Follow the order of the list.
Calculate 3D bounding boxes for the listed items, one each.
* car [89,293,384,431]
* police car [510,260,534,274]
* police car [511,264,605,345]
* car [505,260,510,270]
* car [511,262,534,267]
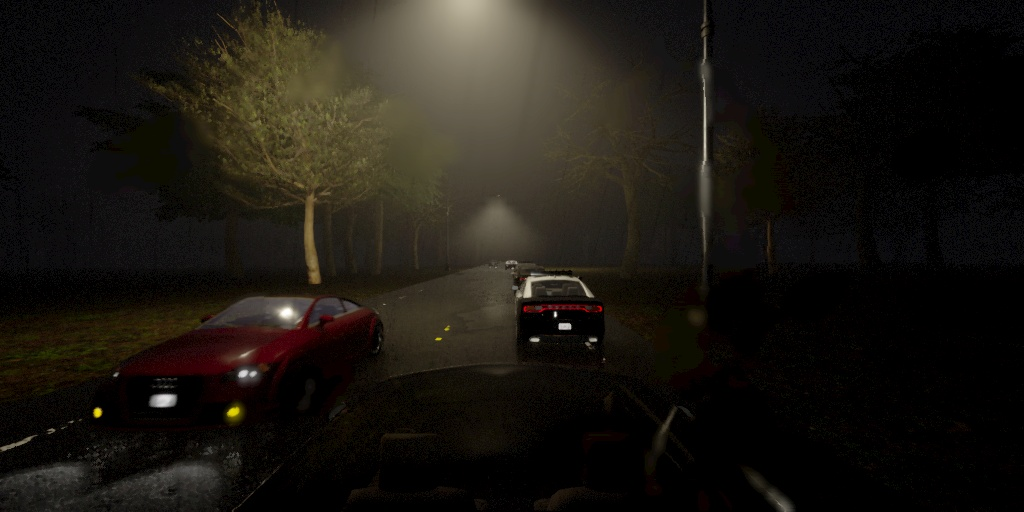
[{"bbox_3d":[-3.610,1.315,5.707,1.994,1.385,4.181,0,0,0],"label":"car"},{"bbox_3d":[1.001,1.185,25.626,1.930,1.638,5.238,0,0,0],"label":"police car"},{"bbox_3d":[1.033,1.178,9.623,1.930,1.638,5.238,0,0,0],"label":"police car"},{"bbox_3d":[-0.037,1.393,52.779,1.895,1.301,4.718,0,0,0],"label":"car"},{"bbox_3d":[1.013,1.263,19.516,1.837,1.490,4.892,0,0,0],"label":"car"}]
